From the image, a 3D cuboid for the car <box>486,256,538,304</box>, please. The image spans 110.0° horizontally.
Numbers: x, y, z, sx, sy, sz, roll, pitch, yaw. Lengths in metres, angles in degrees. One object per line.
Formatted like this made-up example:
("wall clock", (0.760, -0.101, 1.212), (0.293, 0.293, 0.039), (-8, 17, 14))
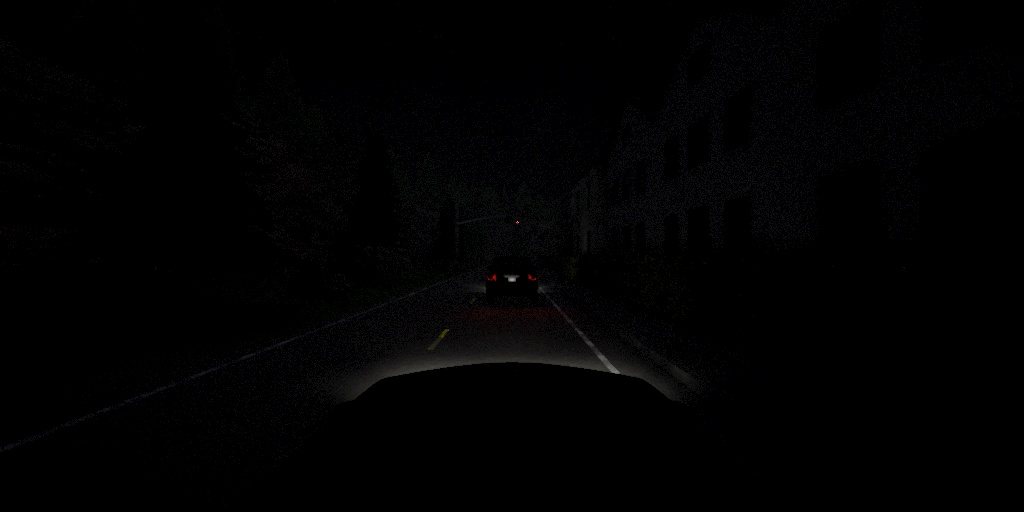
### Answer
("car", (0.000, 1.007, 16.530), (2.150, 2.045, 5.566), (0, 0, 0))
